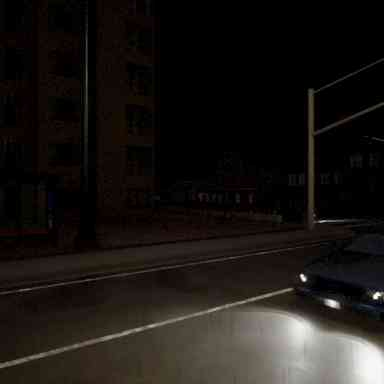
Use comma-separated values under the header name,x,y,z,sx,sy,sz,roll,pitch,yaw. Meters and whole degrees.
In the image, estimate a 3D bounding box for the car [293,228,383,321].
name,x,y,z,sx,sy,sz,roll,pitch,yaw
car,4.588,1.547,7.320,5.357,1.411,2.033,0,0,-36

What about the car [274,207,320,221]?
name,x,y,z,sx,sy,sz,roll,pitch,yaw
car,9.656,2.053,30.988,1.994,1.385,4.181,0,-4,-36
